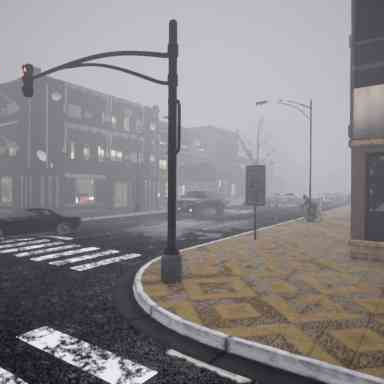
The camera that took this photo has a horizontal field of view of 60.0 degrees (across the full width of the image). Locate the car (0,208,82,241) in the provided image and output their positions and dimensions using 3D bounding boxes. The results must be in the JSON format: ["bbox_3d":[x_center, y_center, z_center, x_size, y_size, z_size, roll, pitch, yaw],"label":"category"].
[{"bbox_3d":[-7.559,1.421,15.026,1.895,1.301,4.718,1,1,41],"label":"car"}]

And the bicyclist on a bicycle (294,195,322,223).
[{"bbox_3d":[6.797,1.003,19.582,1.656,1.620,0.582,0,1,35],"label":"bicyclist on a bicycle"}]

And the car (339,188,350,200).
[{"bbox_3d":[24.237,0.572,54.535,2.033,1.411,5.357,1,1,36],"label":"car"}]

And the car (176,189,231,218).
[{"bbox_3d":[0.587,0.825,25.960,2.150,2.045,5.566,1,1,35],"label":"car"}]

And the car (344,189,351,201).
[{"bbox_3d":[25.436,0.619,51.669,1.887,1.381,4.507,2,2,35],"label":"car"}]

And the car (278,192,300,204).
[{"bbox_3d":[12.977,0.771,43.784,1.812,1.442,4.674,1,1,34],"label":"car"}]

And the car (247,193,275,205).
[{"bbox_3d":[8.886,0.821,42.604,1.887,1.381,4.507,2,2,35],"label":"car"}]

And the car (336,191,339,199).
[{"bbox_3d":[18.555,0.788,46.299,1.895,1.301,4.718,1,1,35],"label":"car"}]

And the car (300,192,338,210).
[{"bbox_3d":[12.673,0.993,33.051,2.008,1.369,4.403,2,2,35],"label":"car"}]

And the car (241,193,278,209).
[{"bbox_3d":[7.032,1.016,35.270,1.895,1.301,4.718,1,1,35],"label":"car"}]

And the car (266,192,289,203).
[{"bbox_3d":[12.126,0.767,47.226,1.802,1.307,4.206,2,2,35],"label":"car"}]

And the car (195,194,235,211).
[{"bbox_3d":[2.411,1.011,33.359,2.008,1.369,4.403,2,2,35],"label":"car"}]
